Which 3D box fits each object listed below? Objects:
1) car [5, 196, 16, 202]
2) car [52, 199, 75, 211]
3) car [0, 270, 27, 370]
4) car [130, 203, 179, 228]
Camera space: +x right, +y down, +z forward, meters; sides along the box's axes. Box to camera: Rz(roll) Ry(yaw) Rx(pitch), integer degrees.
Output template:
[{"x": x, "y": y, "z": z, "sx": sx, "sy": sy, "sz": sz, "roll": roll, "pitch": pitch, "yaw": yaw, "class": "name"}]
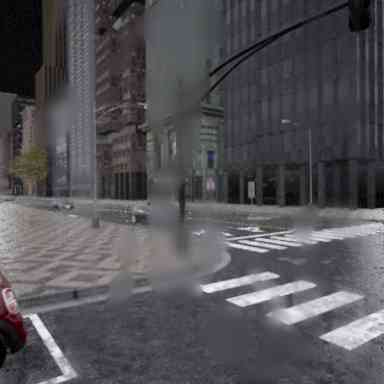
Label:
[{"x": -44.371, "y": 1.725, "z": 81.285, "sx": 1.994, "sy": 1.385, "sz": 4.181, "roll": -1, "pitch": 0, "yaw": -35, "class": "car"}, {"x": -16.179, "y": 1.598, "z": 41.630, "sx": 2.128, "sy": 1.511, "sz": 4.902, "roll": -1, "pitch": 1, "yaw": -35, "class": "car"}, {"x": -4.200, "y": 1.452, "z": 3.660, "sx": 4.097, "sy": 1.590, "sz": 1.967, "roll": -1, "pitch": 0, "yaw": -35, "class": "car"}, {"x": -2.509, "y": 1.552, "z": 22.411, "sx": 1.837, "sy": 1.490, "sz": 4.892, "roll": -1, "pitch": 2, "yaw": -35, "class": "car"}]
